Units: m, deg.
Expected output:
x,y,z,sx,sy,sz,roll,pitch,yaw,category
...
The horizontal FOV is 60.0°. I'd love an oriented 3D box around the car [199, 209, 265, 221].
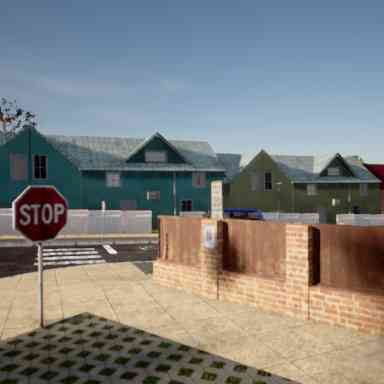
x,y,z,sx,sy,sz,roll,pitch,yaw,category
1.605,1.977,18.589,5.566,2.045,2.150,2,-2,-22,car
